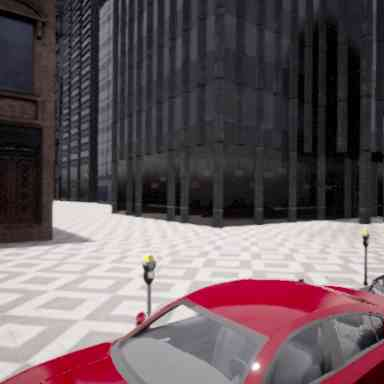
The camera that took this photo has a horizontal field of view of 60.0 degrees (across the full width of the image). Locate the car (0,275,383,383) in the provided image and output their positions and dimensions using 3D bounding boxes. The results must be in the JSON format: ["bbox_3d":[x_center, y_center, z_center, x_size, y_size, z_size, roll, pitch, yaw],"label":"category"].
[{"bbox_3d":[0.485,1.556,2.918,4.507,1.381,1.887,1,0,-36],"label":"car"}]
